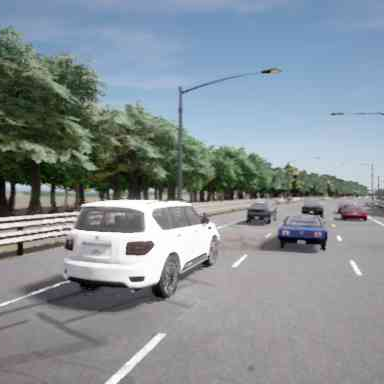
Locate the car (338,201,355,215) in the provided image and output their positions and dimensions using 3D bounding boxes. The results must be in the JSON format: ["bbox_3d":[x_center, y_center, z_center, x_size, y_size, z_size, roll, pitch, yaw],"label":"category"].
[{"bbox_3d":[18.414,1.819,39.764,1.812,1.442,4.674,1,0,24],"label":"car"}]

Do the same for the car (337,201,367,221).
[{"bbox_3d":[14.492,1.787,29.925,1.994,1.385,4.181,1,0,22],"label":"car"}]

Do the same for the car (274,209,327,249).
[{"bbox_3d":[5.087,1.687,15.152,1.895,1.301,4.718,1,0,20],"label":"car"}]

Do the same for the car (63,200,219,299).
[{"bbox_3d":[-0.922,1.228,8.860,2.150,2.045,5.566,1,0,20],"label":"car"}]

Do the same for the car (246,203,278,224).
[{"bbox_3d":[5.545,1.618,26.185,1.837,1.490,4.892,1,0,21],"label":"car"}]

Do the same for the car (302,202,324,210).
[{"bbox_3d":[11.544,1.672,31.826,1.882,1.535,5.008,1,0,22],"label":"car"}]
